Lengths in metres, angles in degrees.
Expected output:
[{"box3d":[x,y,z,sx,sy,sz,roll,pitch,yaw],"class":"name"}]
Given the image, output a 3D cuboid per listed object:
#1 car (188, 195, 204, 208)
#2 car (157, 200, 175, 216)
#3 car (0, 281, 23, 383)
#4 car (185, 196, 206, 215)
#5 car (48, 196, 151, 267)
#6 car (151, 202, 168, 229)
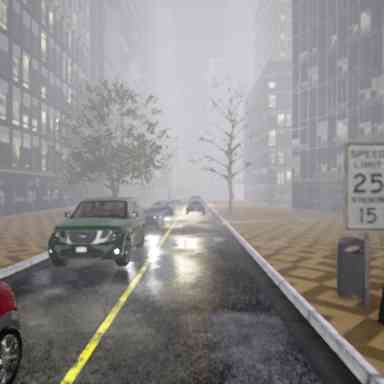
[{"box3d":[0.566,1.274,47.064,2.097,1.767,4.553,0,0,1],"class":"car"},{"box3d":[-2.712,1.499,31.616,1.994,1.385,4.181,0,0,1],"class":"car"},{"box3d":[-3.087,1.342,2.065,2.097,1.767,4.553,0,0,1],"class":"car"},{"box3d":[0.374,1.463,33.503,1.812,1.442,4.674,0,0,1],"class":"car"},{"box3d":[-2.977,1.191,11.702,2.150,2.045,5.566,0,0,0],"class":"car"},{"box3d":[-2.859,1.552,21.523,1.895,1.301,4.718,0,0,1],"class":"car"}]
